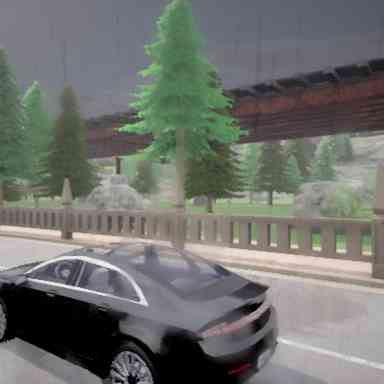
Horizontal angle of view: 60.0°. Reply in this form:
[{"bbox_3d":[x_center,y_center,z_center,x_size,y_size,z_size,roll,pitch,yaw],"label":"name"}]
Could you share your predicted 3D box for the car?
[{"bbox_3d":[-1.216,1.510,4.858,4.902,1.511,2.128,0,0,35],"label":"car"}]
